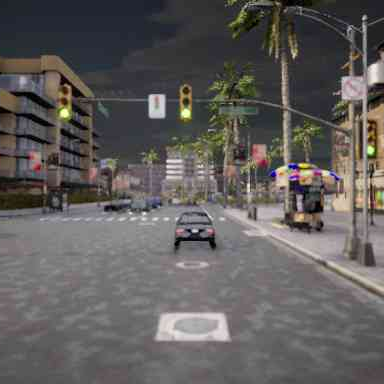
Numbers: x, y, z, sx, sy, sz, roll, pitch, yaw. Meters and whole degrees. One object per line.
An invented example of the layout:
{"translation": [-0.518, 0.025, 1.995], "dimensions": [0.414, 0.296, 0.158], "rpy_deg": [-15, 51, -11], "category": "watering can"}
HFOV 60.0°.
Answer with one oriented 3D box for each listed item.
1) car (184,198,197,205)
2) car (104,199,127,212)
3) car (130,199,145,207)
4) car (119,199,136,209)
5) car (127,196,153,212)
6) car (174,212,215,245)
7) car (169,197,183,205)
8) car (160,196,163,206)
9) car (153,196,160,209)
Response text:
{"translation": [-0.050, 2.103, 72.088], "dimensions": [2.128, 1.511, 4.902], "rpy_deg": [0, 0, -4], "category": "car"}
{"translation": [-10.437, 1.961, 44.811], "dimensions": [1.895, 1.301, 4.718], "rpy_deg": [0, 0, 0], "category": "car"}
{"translation": [-10.411, 2.063, 64.253], "dimensions": [2.033, 1.411, 5.357], "rpy_deg": [0, 0, 0], "category": "car"}
{"translation": [-10.425, 1.911, 53.956], "dimensions": [1.882, 1.535, 5.008], "rpy_deg": [0, 0, 0], "category": "car"}
{"translation": [-6.937, 1.712, 44.824], "dimensions": [2.097, 1.767, 4.553], "rpy_deg": [0, 0, 0], "category": "car"}
{"translation": [0.123, 1.678, 16.220], "dimensions": [2.033, 1.411, 5.357], "rpy_deg": [0, 0, 0], "category": "car"}
{"translation": [-3.552, 2.099, 72.160], "dimensions": [1.812, 1.442, 4.674], "rpy_deg": [0, 0, -4], "category": "car"}
{"translation": [-6.915, 1.742, 64.913], "dimensions": [2.150, 2.045, 5.566], "rpy_deg": [0, 0, 0], "category": "car"}
{"translation": [-6.924, 1.656, 54.164], "dimensions": [2.150, 2.045, 5.566], "rpy_deg": [0, 0, 0], "category": "car"}
